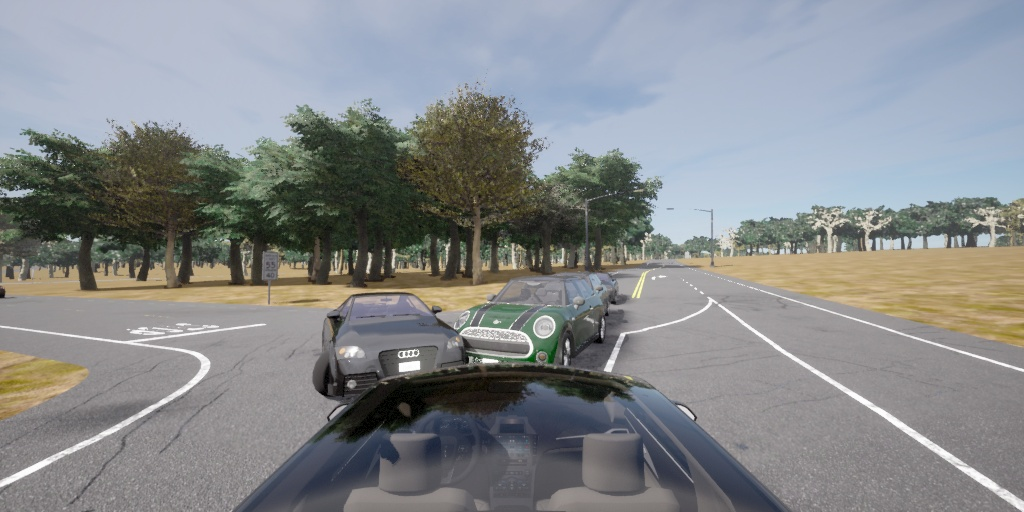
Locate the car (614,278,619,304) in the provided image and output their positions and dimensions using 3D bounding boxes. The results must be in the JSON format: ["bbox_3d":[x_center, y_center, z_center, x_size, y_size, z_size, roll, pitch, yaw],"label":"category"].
[{"bbox_3d":[4.217,1.510,17.860,1.994,1.385,4.181,-1,0,19],"label":"car"}]

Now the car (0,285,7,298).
[{"bbox_3d":[-40.862,2.564,27.374,4.181,1.385,1.994,-2,-3,22],"label":"car"}]

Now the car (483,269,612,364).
[{"bbox_3d":[0.617,1.218,7.820,2.097,1.767,4.553,-1,-2,26],"label":"car"}]

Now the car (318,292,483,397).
[{"bbox_3d":[-2.354,1.376,6.614,1.994,1.385,4.181,1,-2,-29],"label":"car"}]

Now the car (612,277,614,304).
[{"bbox_3d":[2.023,1.345,12.133,2.097,1.767,4.553,-1,-1,21],"label":"car"}]
